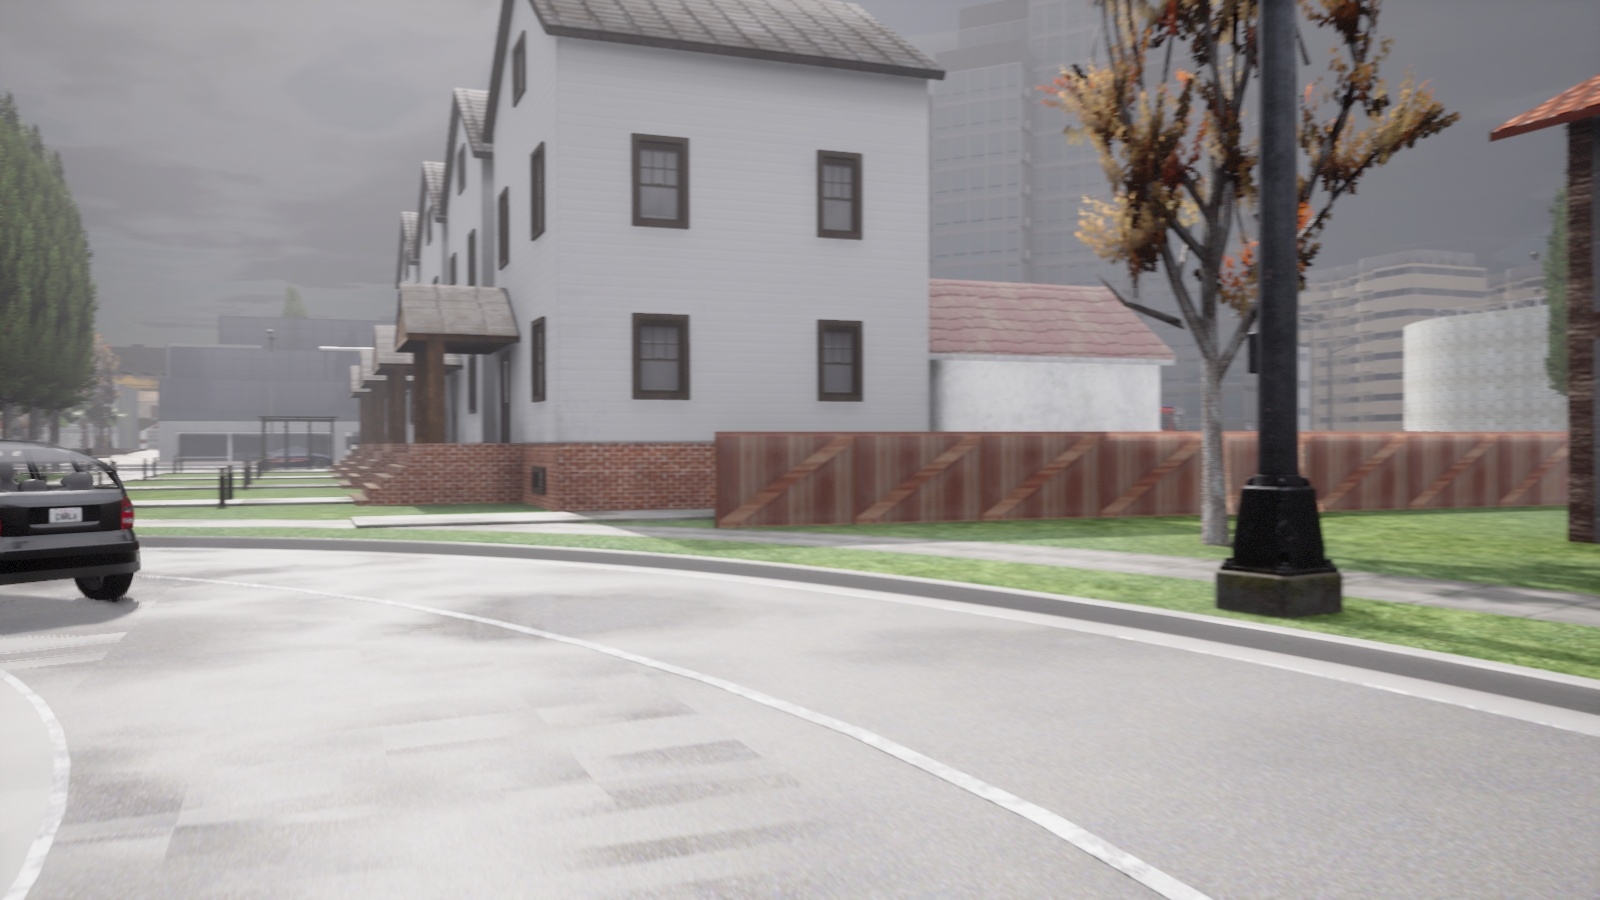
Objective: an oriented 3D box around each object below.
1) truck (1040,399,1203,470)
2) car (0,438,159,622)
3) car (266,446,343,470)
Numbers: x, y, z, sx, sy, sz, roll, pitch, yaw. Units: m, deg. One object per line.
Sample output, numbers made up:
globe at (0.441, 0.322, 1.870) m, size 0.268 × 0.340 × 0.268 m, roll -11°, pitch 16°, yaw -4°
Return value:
truck at (18.178, -0.851, 71.136) m, size 8.468 × 3.827 × 2.891 m, roll 0°, pitch 0°, yaw 29°
car at (-8.116, 0.670, 11.886) m, size 3.705 × 1.549 × 1.789 m, roll 0°, pitch 0°, yaw 26°
car at (-29.243, 0.434, 74.196) m, size 4.181 × 1.385 × 1.994 m, roll 0°, pitch 0°, yaw -22°
